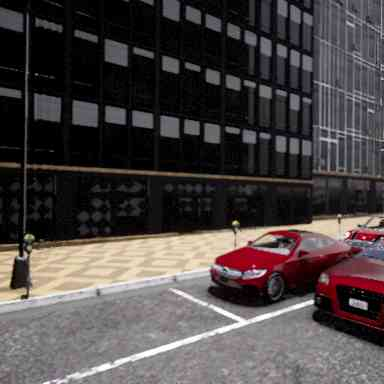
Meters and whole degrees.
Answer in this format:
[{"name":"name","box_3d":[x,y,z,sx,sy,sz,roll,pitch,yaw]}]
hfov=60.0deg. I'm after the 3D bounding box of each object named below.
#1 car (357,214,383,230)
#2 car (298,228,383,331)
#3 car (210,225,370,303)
[{"name":"car","box_3d":[6.892,1.498,11.511,4.097,1.590,1.967,0,0,-36]},{"name":"car","box_3d":[4.251,1.598,6.433,4.181,1.385,1.994,0,0,-36]},{"name":"car","box_3d":[2.387,1.618,8.275,4.206,1.307,1.802,0,0,-36]}]
